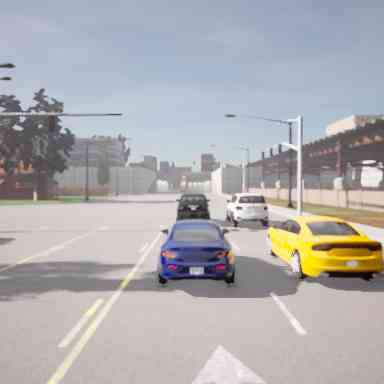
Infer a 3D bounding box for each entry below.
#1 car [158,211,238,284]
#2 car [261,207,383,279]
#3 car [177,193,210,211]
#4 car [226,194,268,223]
[{"bbox_3d":[0.101,1.496,9.342,1.812,1.442,4.674,0,0,0],"label":"car"},{"bbox_3d":[3.599,1.447,9.931,1.882,1.535,5.008,0,0,0],"label":"car"},{"bbox_3d":[0.093,1.095,23.591,2.150,2.045,5.566,0,1,0],"label":"car"},{"bbox_3d":[3.599,1.109,22.263,2.150,2.045,5.566,0,1,0],"label":"car"}]
